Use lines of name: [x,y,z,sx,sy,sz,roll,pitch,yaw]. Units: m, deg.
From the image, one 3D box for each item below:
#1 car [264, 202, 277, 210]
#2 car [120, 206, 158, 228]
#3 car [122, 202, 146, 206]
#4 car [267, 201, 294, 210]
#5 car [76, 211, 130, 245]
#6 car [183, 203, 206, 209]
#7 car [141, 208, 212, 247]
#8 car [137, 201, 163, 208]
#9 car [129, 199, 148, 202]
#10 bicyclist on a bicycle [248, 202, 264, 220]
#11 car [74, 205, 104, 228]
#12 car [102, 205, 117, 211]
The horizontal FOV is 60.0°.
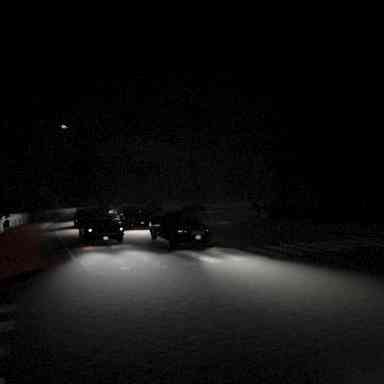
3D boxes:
car: [15.007,2.439,58.602,5.008,1.535,1.882,0,-1,-25]
car: [-4.109,2.008,25.077,1.994,1.385,4.181,0,-1,-19]
car: [-6.088,2.117,33.817,1.837,1.490,4.892,0,-1,-3]
car: [16.838,2.512,63.135,5.008,1.535,1.882,0,-1,-26]
car: [-4.919,1.916,17.791,1.895,1.301,4.718,0,-1,-23]
car: [0.421,2.335,49.022,1.882,1.535,5.008,-1,-1,26]
car: [-0.717,1.769,16.837,2.128,1.511,4.902,0,-1,-24]
car: [-5.247,2.281,43.855,2.128,1.511,4.902,-1,-1,15]
car: [-7.920,2.087,47.205,2.150,2.045,5.566,-1,-1,19]
bicyclist on a bicycle: [5.989,1.808,31.273,1.656,1.620,0.582,0,-1,-15]
car: [-8.384,2.043,26.794,2.033,1.411,5.357,0,-1,-16]
car: [-9.639,2.176,36.822,2.128,1.511,4.902,0,-1,2]
